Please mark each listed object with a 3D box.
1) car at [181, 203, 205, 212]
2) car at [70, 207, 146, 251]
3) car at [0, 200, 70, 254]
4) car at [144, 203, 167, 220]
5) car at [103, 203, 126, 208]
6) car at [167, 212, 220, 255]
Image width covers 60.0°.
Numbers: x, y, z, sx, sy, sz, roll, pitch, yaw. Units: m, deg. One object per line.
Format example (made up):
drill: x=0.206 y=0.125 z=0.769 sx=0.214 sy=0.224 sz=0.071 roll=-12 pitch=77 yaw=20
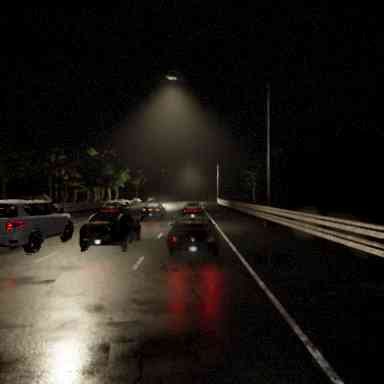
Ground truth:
car: x=0.062 y=1.734 z=30.340 sx=1.837 sy=1.490 sz=4.892 roll=0 pitch=0 yaw=0
car: x=-3.435 y=1.614 z=14.592 sx=1.837 sy=1.490 sz=4.892 roll=0 pitch=-1 yaw=0
car: x=-6.939 y=1.331 z=14.083 sx=2.150 sy=2.045 sz=5.566 roll=0 pitch=0 yaw=0
car: x=-3.434 y=1.719 z=30.256 sx=2.128 sy=1.511 sz=4.902 roll=0 pitch=0 yaw=0
car: x=-6.932 y=1.734 z=30.330 sx=1.837 sy=1.490 sz=4.892 roll=0 pitch=0 yaw=0
car: x=0.059 y=1.706 z=13.819 sx=1.895 sy=1.301 sz=4.718 roll=0 pitch=0 yaw=0
